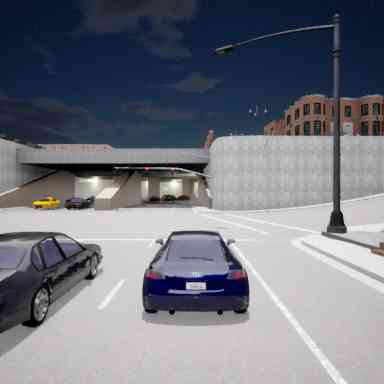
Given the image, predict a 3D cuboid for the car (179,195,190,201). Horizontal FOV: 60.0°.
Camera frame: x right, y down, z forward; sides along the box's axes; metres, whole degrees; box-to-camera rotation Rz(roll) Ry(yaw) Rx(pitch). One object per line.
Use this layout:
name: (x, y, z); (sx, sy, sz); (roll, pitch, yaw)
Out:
car: (-2.146, 1.524, 84.959); (1.812, 1.442, 4.674); (0, 0, 28)

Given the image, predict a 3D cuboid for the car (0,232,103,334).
car: (-3.426, 1.547, 6.955); (2.033, 1.411, 5.357); (0, 0, 0)

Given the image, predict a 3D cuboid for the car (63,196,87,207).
car: (-18.520, 1.492, 52.825); (2.128, 1.511, 4.902); (0, 0, -1)

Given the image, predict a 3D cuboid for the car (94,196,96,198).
car: (-15.034, 1.525, 53.459); (1.812, 1.442, 4.674); (0, 0, -1)

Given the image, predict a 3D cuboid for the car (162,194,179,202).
car: (-4.773, 1.355, 75.163); (2.097, 1.767, 4.553); (0, 0, 6)

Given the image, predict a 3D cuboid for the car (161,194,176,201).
car: (-5.952, 1.355, 84.921); (2.097, 1.767, 4.553); (0, 0, 24)

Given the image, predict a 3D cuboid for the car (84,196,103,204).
car: (-18.738, 1.491, 63.606); (2.128, 1.511, 4.902); (0, 0, -1)

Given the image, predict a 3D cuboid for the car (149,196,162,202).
car: (-8.292, 1.540, 74.870); (2.033, 1.411, 5.357); (0, 0, 6)

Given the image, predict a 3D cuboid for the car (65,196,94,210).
car: (-14.783, 1.547, 43.277); (2.033, 1.411, 5.357); (0, 0, -1)

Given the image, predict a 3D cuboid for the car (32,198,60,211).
car: (-18.241, 1.477, 41.845); (1.882, 1.535, 5.008); (0, 0, -2)

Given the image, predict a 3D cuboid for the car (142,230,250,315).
car: (0.075, 1.564, 7.653); (1.994, 1.385, 4.181); (0, 0, 0)
